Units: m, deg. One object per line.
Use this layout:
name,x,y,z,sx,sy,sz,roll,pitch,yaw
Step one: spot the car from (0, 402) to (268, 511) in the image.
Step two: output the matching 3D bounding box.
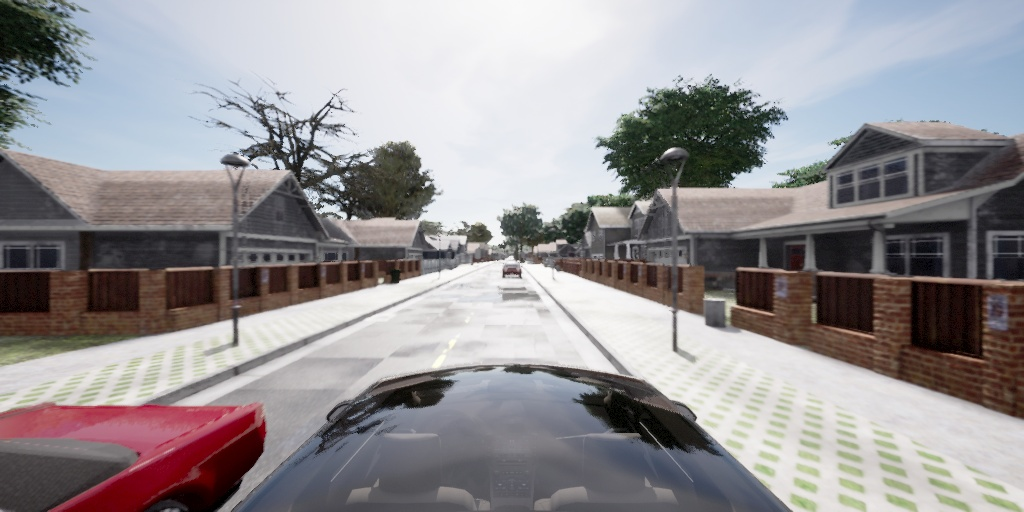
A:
car,-2.838,1.351,0.532,1.895,1.301,4.718,0,0,0

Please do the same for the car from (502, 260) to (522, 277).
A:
car,0.003,1.308,34.110,1.895,1.301,4.718,0,0,0
